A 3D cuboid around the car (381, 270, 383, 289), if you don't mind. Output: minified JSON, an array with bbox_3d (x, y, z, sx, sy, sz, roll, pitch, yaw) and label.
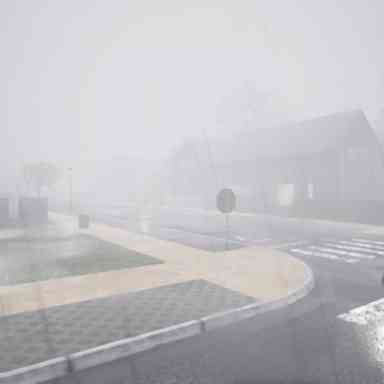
[{"bbox_3d":[6.123,1.540,7.455,4.674,1.442,1.812,0,0,-36],"label":"car"}]
